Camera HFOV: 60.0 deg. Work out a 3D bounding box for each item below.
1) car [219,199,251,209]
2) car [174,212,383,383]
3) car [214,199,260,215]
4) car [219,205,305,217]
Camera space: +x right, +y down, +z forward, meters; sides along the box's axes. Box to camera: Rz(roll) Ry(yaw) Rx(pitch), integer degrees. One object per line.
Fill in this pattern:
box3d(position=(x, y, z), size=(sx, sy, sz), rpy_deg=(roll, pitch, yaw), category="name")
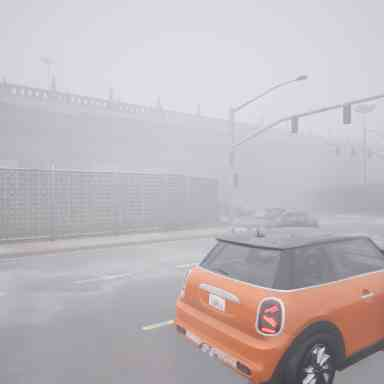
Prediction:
box3d(position=(3.804, 1.556, 30.672), size=(1.837, 1.490, 4.892), rpy_deg=(0, 1, -36), category="car")
box3d(position=(2.045, 1.352, 5.245), size=(4.553, 1.767, 2.097), rpy_deg=(0, 0, -35), category="car")
box3d(position=(4.683, 1.533, 35.465), size=(1.882, 1.535, 5.008), rpy_deg=(0, 0, -35), category="car")
box3d(position=(3.891, 1.490, 15.218), size=(4.902, 1.511, 2.128), rpy_deg=(0, 0, -39), category="car")
